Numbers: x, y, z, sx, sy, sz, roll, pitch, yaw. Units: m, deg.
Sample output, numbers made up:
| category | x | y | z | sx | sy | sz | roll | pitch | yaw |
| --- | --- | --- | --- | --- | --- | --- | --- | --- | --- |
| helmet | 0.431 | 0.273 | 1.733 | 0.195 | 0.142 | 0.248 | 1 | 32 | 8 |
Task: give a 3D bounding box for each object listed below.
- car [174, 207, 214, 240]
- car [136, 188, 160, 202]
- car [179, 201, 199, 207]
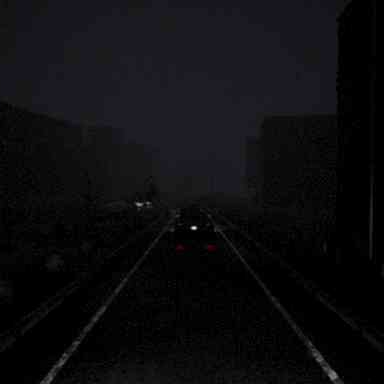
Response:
| category | x | y | z | sx | sy | sz | roll | pitch | yaw |
| --- | --- | --- | --- | --- | --- | --- | --- | --- | --- |
| car | 0.098 | 1.706 | 17.857 | 1.994 | 1.385 | 4.181 | 0 | 0 | 0 |
| car | -6.897 | 0.423 | 52.892 | 2.150 | 2.045 | 5.566 | 0 | 2 | 14 |
| car | -0.294 | 1.701 | 36.270 | 1.837 | 1.490 | 4.892 | 0 | 2 | -5 |
